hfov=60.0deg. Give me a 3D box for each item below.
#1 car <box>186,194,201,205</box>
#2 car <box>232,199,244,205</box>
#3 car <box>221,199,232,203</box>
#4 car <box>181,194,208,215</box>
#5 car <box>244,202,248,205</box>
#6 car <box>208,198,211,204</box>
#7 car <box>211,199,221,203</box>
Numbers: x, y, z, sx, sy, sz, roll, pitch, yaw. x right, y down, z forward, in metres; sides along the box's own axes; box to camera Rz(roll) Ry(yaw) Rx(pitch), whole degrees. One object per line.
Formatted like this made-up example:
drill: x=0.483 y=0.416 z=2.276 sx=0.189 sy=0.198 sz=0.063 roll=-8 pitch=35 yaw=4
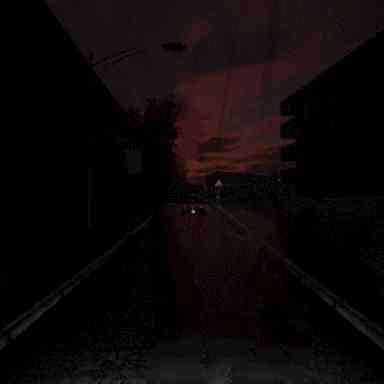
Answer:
car: x=0.172 y=0.927 z=42.628 sx=1.812 sy=1.442 sz=4.674 roll=0 pitch=-1 yaw=1
car: x=10.801 y=2.933 z=90.585 sx=2.435 sy=2.045 sz=5.566 roll=7 pitch=-4 yaw=-30
car: x=7.804 y=2.763 z=90.025 sx=2.185 sy=1.767 sz=4.553 roll=6 pitch=-4 yaw=-31
car: x=0.092 y=1.140 z=27.391 sx=1.895 sy=1.301 sz=4.718 roll=0 pitch=1 yaw=0
car: x=13.634 y=3.474 z=91.282 sx=1.946 sy=1.575 sz=5.366 roll=7 pitch=-4 yaw=-30
car: x=1.952 y=2.215 z=88.937 sx=2.435 sy=2.045 sz=5.566 roll=2 pitch=-3 yaw=-30
car: x=4.831 y=2.510 z=89.526 sx=2.185 sy=1.767 sz=4.553 roll=4 pitch=-4 yaw=-31
